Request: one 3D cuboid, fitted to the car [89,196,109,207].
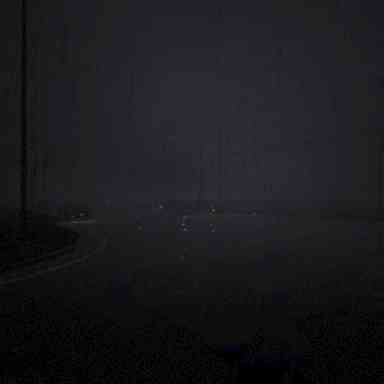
[{"bbox_3d":[-14.812,1.394,52.553,2.097,1.767,4.553,0,0,-36],"label":"car"}]

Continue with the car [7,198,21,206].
[{"bbox_3d":[-28.419,1.618,53.522,1.895,1.301,4.718,0,0,-35],"label":"car"}]

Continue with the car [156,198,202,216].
[{"bbox_3d":[-1.433,1.549,34.024,1.837,1.490,4.892,0,0,-36],"label":"car"}]

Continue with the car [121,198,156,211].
[{"bbox_3d":[-6.682,1.570,41.283,1.812,1.442,4.674,0,0,-36],"label":"car"}]

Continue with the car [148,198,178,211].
[{"bbox_3d":[-3.846,1.578,43.337,1.812,1.442,4.674,0,0,-36],"label":"car"}]

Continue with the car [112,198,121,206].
[{"bbox_3d":[-11.063,1.652,53.333,1.895,1.301,4.718,0,0,-36],"label":"car"}]

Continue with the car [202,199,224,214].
[{"bbox_3d":[1.409,1.557,36.069,1.837,1.490,4.892,0,0,-36],"label":"car"}]

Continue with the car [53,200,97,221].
[{"bbox_3d":[-9.777,1.582,27.641,1.994,1.385,4.181,0,0,-36],"label":"car"}]

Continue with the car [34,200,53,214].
[{"bbox_3d":[-15.433,1.565,35.459,2.033,1.411,5.357,0,0,-36],"label":"car"}]
